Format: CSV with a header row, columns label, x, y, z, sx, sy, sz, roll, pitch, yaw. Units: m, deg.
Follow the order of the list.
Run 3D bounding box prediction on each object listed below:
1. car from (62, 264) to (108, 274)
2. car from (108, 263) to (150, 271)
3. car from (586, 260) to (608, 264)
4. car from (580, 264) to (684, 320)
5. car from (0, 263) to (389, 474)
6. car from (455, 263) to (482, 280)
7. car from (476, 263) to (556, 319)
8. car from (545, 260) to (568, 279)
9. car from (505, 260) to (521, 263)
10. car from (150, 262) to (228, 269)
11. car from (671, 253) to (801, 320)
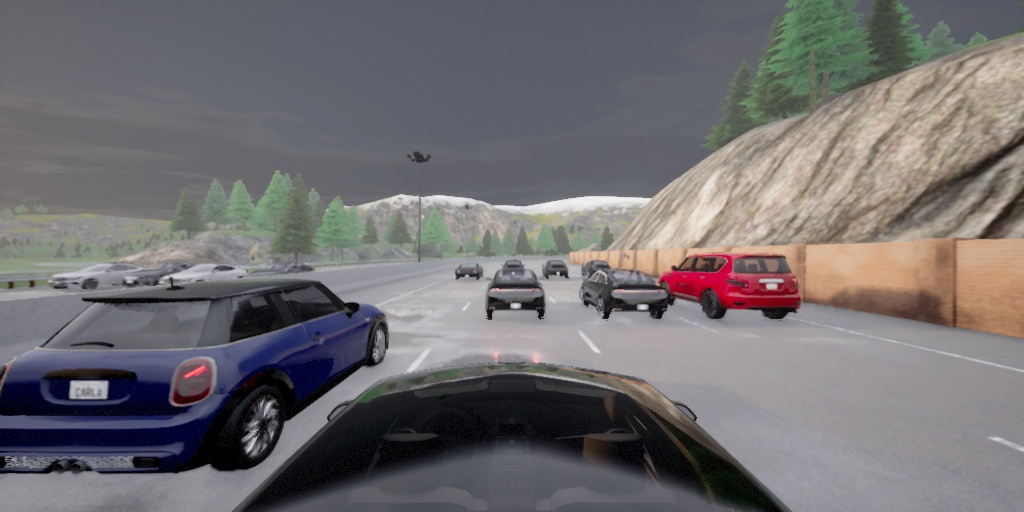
label,x,y,z,sx,sy,sz,roll,pitch,yaw
car,-24.504,1.166,21.663,1.812,1.442,4.674,0,0,0
car,-20.998,1.131,22.164,2.128,1.511,4.902,0,0,0
car,7.113,1.096,30.455,1.837,1.490,4.892,0,0,0
car,3.604,1.183,12.299,2.128,1.511,4.902,0,0,0
car,-3.398,1.084,5.006,2.097,1.767,4.553,0,0,0
car,-3.388,1.199,29.254,1.895,1.301,4.718,0,0,0
car,0.105,1.182,12.572,2.128,1.511,4.902,0,0,0
car,3.613,1.096,30.531,1.837,1.490,4.892,0,0,0
car,0.111,1.095,30.630,1.837,1.490,4.892,0,0,0
car,-17.512,1.171,20.697,1.812,1.442,4.674,0,0,0
car,7.105,0.912,12.486,2.150,2.045,5.566,0,0,0
